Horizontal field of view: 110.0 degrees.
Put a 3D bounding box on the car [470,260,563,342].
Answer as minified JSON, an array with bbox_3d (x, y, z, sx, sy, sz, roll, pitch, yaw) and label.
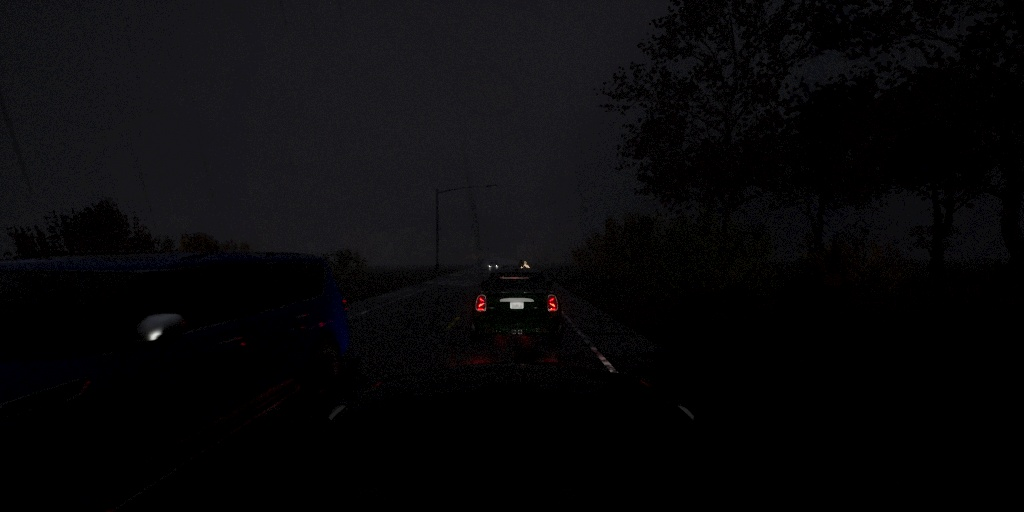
[{"bbox_3d":[0.106,1.099,9.944,2.097,1.767,4.553,0,0,0],"label":"car"}]

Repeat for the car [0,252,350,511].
[{"bbox_3d":[-3.600,0.971,3.366,2.150,2.045,5.566,0,0,0],"label":"car"}]

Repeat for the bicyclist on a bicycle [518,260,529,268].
[{"bbox_3d":[0.954,1.177,25.767,0.866,1.612,1.509,0,0,1],"label":"bicyclist on a bicycle"}]
